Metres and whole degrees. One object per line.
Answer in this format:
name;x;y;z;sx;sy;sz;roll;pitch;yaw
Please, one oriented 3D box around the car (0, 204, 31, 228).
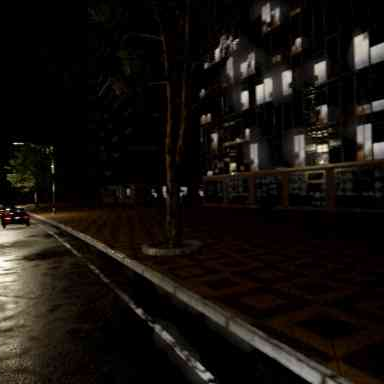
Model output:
car;-13.751;1.928;25.933;2.033;1.411;5.357;-2;0;-31
